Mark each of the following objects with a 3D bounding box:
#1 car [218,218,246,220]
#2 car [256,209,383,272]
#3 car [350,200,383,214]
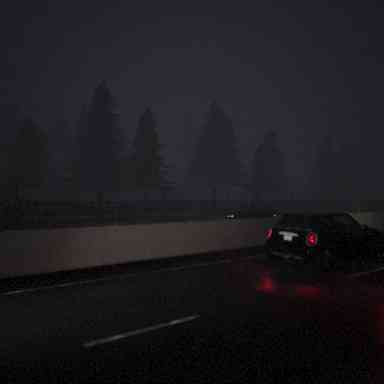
[{"bbox_3d":[3.926,1.630,23.977,4.902,1.511,2.128,1,0,-35],"label":"car"},{"bbox_3d":[4.647,1.436,11.353,4.553,1.767,2.097,1,0,-36],"label":"car"},{"bbox_3d":[21.935,1.830,41.101,4.902,1.511,2.128,1,0,-35],"label":"car"}]
